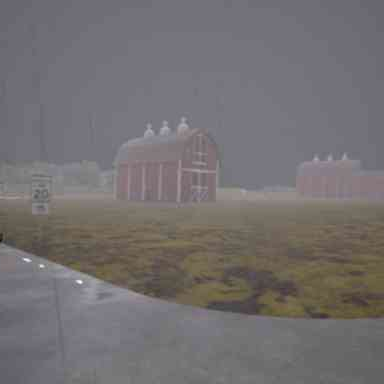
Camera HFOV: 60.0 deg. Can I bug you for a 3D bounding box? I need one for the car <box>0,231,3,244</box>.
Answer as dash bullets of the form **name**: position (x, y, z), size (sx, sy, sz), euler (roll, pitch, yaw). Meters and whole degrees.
- **car**: position (-9.344, 1.662, 13.562), size (1.895, 1.301, 4.718), euler (2, -1, -43)
